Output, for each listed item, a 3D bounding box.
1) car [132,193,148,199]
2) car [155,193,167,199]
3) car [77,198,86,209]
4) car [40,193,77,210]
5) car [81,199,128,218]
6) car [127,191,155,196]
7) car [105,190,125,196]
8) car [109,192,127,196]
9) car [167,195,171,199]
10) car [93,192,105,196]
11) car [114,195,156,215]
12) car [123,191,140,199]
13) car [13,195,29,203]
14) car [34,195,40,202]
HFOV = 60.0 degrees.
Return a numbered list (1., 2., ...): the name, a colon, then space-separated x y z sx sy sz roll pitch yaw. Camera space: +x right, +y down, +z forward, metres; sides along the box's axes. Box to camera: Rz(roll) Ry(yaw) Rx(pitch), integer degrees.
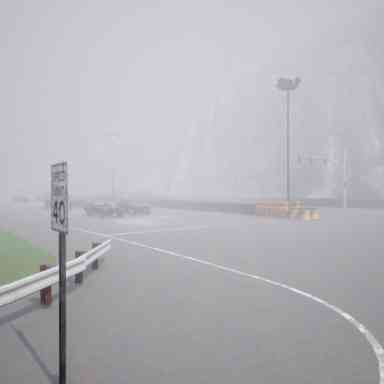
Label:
1. car: -12.687 0.901 81.340 1.812 1.442 4.674 0 1 -38
2. car: -7.898 0.950 69.524 2.097 1.767 4.553 0 1 -38
3. car: -14.430 1.442 43.615 1.895 1.301 4.718 0 1 -38
4. car: -16.156 1.087 40.136 2.150 2.045 5.566 0 0 -38
5. car: -7.839 1.534 29.534 1.895 1.301 4.718 0 0 -38
6. car: -10.358 0.830 67.151 2.150 2.045 5.566 0 1 -38
7. car: -16.843 0.660 75.288 2.150 2.045 5.566 0 1 -38
8. car: -14.527 1.182 66.803 1.895 1.301 4.718 0 1 -38
9. car: -6.701 1.147 73.693 1.895 1.301 4.718 0 1 -38
10. car: -20.870 0.757 74.765 2.097 1.767 4.553 0 1 -38
11. car: -5.884 1.398 32.706 1.882 1.535 5.008 0 0 -38
12. car: -14.058 0.740 77.407 2.097 1.767 4.553 0 1 -38
13. car: -29.524 1.211 57.411 1.895 1.301 4.718 0 1 -38
14. car: -26.785 1.160 59.588 2.033 1.411 5.357 0 1 -38
